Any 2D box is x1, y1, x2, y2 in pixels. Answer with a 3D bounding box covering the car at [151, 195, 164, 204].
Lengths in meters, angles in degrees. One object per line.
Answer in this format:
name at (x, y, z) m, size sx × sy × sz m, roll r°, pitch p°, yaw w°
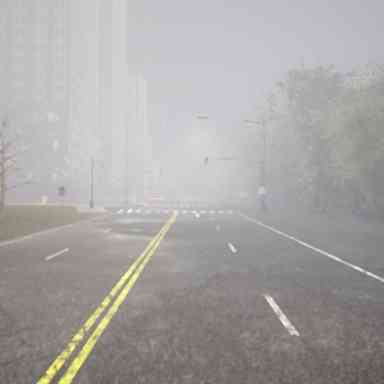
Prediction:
car at (-6.533, 1.354, 62.674) m, size 2.097 × 1.767 × 4.553 m, roll 0°, pitch -1°, yaw 0°
